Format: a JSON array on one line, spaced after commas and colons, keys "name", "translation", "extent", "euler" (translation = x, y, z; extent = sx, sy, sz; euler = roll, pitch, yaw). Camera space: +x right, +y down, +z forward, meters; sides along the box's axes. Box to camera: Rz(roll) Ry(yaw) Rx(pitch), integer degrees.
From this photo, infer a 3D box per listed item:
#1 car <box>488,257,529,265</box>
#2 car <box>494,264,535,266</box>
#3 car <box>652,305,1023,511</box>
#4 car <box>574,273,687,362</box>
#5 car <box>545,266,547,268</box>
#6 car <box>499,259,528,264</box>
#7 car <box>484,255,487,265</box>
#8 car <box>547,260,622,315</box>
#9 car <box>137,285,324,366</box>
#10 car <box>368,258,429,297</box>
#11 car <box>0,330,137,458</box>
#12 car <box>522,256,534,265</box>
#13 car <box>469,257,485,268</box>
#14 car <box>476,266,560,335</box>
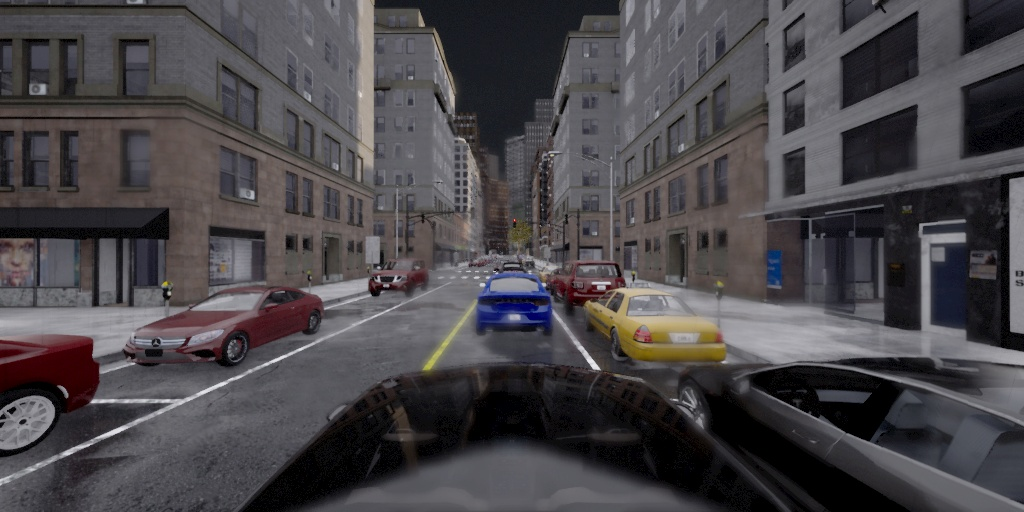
[{"name": "car", "translation": [-0.301, 1.207, 42.559], "extent": [2.033, 1.411, 5.357], "euler": [0, 1, 27]}, {"name": "car", "translation": [0.072, 1.296, 18.047], "extent": [1.994, 1.385, 4.181], "euler": [0, 0, 0]}, {"name": "car", "translation": [2.762, 1.316, 2.332], "extent": [1.948, 1.339, 4.313], "euler": [0, 0, 0]}, {"name": "car", "translation": [2.754, 1.272, 8.054], "extent": [1.751, 1.417, 4.829], "euler": [0, 0, 0]}, {"name": "car", "translation": [2.740, 1.312, 18.990], "extent": [1.802, 1.307, 4.207], "euler": [0, 0, 0]}, {"name": "car", "translation": [0.013, 1.214, 26.960], "extent": [1.837, 1.490, 4.892], "euler": [0, 0, 0]}, {"name": "car", "translation": [-5.843, 0.986, 62.070], "extent": [1.967, 1.591, 4.097], "euler": [0, 0, 0]}, {"name": "car", "translation": [2.747, 1.055, 13.438], "extent": [2.192, 1.841, 5.009], "euler": [0, 0, 0]}, {"name": "car", "translation": [-5.771, 1.328, 7.879], "extent": [1.802, 1.307, 4.207], "euler": [0, 0, 0]}, {"name": "car", "translation": [-5.786, 1.044, 18.986], "extent": [2.192, 1.841, 5.009], "euler": [0, 0, 0]}, {"name": "car", "translation": [-5.763, 1.295, 2.327], "extent": [1.888, 1.381, 4.507], "euler": [0, 0, 0]}, {"name": "car", "translation": [2.689, 1.129, 56.650], "extent": [2.007, 1.370, 4.403], "euler": [0, 0, 0]}, {"name": "car", "translation": [-5.836, 1.123, 56.646], "extent": [1.888, 1.381, 4.507], "euler": [0, 0, 0]}, {"name": "car", "translation": [0.038, 1.222, 10.486], "extent": [1.882, 1.535, 5.008], "euler": [0, 0, -1]}]
